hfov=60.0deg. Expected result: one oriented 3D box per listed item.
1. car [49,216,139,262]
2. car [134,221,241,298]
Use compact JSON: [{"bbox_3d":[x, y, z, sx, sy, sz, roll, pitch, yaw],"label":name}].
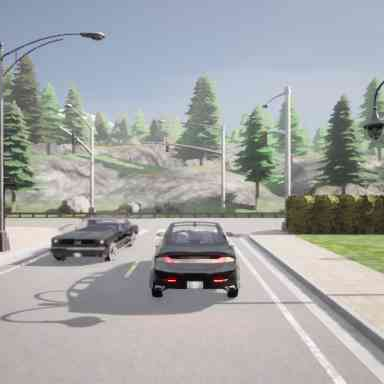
[{"bbox_3d":[-3.346,1.605,12.300,1.895,1.301,4.718,0,0,3],"label":"car"},{"bbox_3d":[0.074,1.494,8.529,2.128,1.511,4.902,0,0,0],"label":"car"}]
